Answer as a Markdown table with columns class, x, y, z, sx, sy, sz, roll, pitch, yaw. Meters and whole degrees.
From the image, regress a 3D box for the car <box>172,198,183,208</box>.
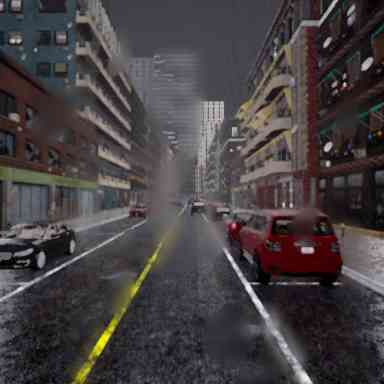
| class | x | y | z | sx | sy | sz | roll | pitch | yaw |
| --- | --- | --- | --- | --- | --- | --- | --- | --- | --- |
| car | -2.767 | 2.291 | 64.589 | 1.994 | 1.385 | 4.181 | 0 | -1 | 1 |

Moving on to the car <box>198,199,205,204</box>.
| class | x | y | z | sx | sy | sz | roll | pitch | yaw |
| --- | --- | --- | --- | --- | --- | --- | --- | --- | --- |
| car | 2.583 | 2.578 | 91.146 | 1.752 | 1.417 | 4.829 | 0 | -1 | 0 |

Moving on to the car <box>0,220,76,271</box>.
| class | x | y | z | sx | sy | sz | roll | pitch | yaw |
| --- | --- | --- | --- | --- | --- | --- | --- | --- | --- |
| car | -5.322 | 1.674 | 11.317 | 2.008 | 1.369 | 4.403 | 1 | -1 | 0 |

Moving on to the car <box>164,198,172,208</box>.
| class | x | y | z | sx | sy | sz | roll | pitch | yaw |
| --- | --- | --- | --- | --- | --- | --- | --- | --- | --- |
| car | -5.301 | 2.255 | 62.521 | 2.008 | 1.369 | 4.403 | 1 | -1 | 0 |

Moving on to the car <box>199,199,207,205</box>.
| class | x | y | z | sx | sy | sz | roll | pitch | yaw |
| --- | --- | --- | --- | --- | --- | --- | --- | --- | --- |
| car | 2.582 | 2.436 | 79.769 | 1.752 | 1.417 | 4.829 | 0 | -1 | 0 |

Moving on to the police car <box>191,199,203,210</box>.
| class | x | y | z | sx | sy | sz | roll | pitch | yaw |
| --- | --- | --- | --- | --- | --- | --- | --- | --- | --- |
| police car | 0.832 | 2.043 | 55.186 | 1.930 | 1.638 | 5.238 | 0 | -1 | 0 |

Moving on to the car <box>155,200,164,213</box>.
| class | x | y | z | sx | sy | sz | roll | pitch | yaw |
| --- | --- | --- | --- | --- | --- | --- | --- | --- | --- |
| car | -5.302 | 2.048 | 45.452 | 1.887 | 1.381 | 4.507 | 1 | -1 | 0 |

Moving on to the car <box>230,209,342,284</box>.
| class | x | y | z | sx | sy | sz | roll | pitch | yaw |
| --- | --- | --- | --- | --- | --- | --- | --- | --- | --- |
| car | 2.608 | 1.423 | 9.896 | 2.192 | 1.841 | 5.009 | 1 | -1 | 0 |

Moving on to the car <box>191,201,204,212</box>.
| class | x | y | z | sx | sy | sz | roll | pitch | yaw |
| --- | --- | --- | --- | --- | --- | --- | --- | --- | --- |
| car | 0.831 | 2.051 | 49.076 | 1.837 | 1.490 | 4.892 | 0 | -1 | 0 |

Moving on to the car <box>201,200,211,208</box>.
| class | x | y | z | sx | sy | sz | roll | pitch | yaw |
| --- | --- | --- | --- | --- | --- | --- | --- | --- | --- |
| car | 2.580 | 2.286 | 62.531 | 1.802 | 1.307 | 4.206 | 1 | -1 | 0 |

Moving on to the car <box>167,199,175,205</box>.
| class | x | y | z | sx | sy | sz | roll | pitch | yaw |
| --- | --- | --- | --- | --- | --- | --- | --- | --- | --- |
| car | -5.298 | 2.524 | 85.279 | 1.887 | 1.381 | 4.507 | 1 | -1 | 0 |

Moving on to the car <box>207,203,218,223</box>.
| class | x | y | z | sx | sy | sz | roll | pitch | yaw |
| --- | --- | --- | --- | --- | --- | --- | --- | --- | --- |
| car | 2.576 | 1.876 | 28.395 | 1.947 | 1.339 | 4.313 | 1 | -1 | 0 |

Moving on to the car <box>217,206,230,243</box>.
| class | x | y | z | sx | sy | sz | roll | pitch | yaw |
| --- | --- | --- | --- | --- | --- | --- | --- | --- | --- |
| car | 2.576 | 1.625 | 17.018 | 1.967 | 1.590 | 4.097 | 1 | -1 | 0 |

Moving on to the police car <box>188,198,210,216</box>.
| class | x | y | z | sx | sy | sz | roll | pitch | yaw |
| --- | --- | --- | --- | --- | --- | --- | --- | --- | --- |
| police car | 0.830 | 1.857 | 39.186 | 1.930 | 1.638 | 5.238 | 0 | -1 | 0 |

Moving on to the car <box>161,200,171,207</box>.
| class | x | y | z | sx | sy | sz | roll | pitch | yaw |
| --- | --- | --- | --- | --- | --- | --- | --- | --- | --- |
| car | -5.300 | 2.295 | 68.041 | 1.752 | 1.417 | 4.829 | 1 | -1 | 0 |

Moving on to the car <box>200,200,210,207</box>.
| class | x | y | z | sx | sy | sz | roll | pitch | yaw |
| --- | --- | --- | --- | --- | --- | --- | --- | --- | --- |
| car | 2.580 | 2.317 | 68.221 | 1.887 | 1.381 | 4.507 | 1 | -1 | 0 |

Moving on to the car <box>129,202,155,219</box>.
| class | x | y | z | sx | sy | sz | roll | pitch | yaw |
| --- | --- | --- | --- | --- | --- | --- | --- | --- | --- |
| car | -5.304 | 1.918 | 34.074 | 1.887 | 1.381 | 4.507 | 1 | -1 | 0 |

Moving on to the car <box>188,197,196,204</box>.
| class | x | y | z | sx | sy | sz | roll | pitch | yaw |
| --- | --- | --- | --- | --- | --- | --- | --- | --- | --- |
| car | 0.011 | 2.300 | 90.101 | 2.097 | 1.767 | 4.553 | 0 | -1 | 0 |

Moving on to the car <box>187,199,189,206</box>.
| class | x | y | z | sx | sy | sz | roll | pitch | yaw |
| --- | --- | --- | --- | --- | --- | --- | --- | --- | --- |
| car | 0.009 | 2.115 | 75.102 | 2.097 | 1.767 | 4.553 | 0 | -1 | 0 |

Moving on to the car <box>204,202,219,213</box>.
| class | x | y | z | sx | sy | sz | roll | pitch | yaw |
| --- | --- | --- | --- | --- | --- | --- | --- | --- | --- |
| car | 2.578 | 2.086 | 45.462 | 1.802 | 1.307 | 4.206 | 1 | -1 | 0 |

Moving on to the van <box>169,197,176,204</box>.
| class | x | y | z | sx | sy | sz | roll | pitch | yaw |
| --- | --- | --- | --- | --- | --- | --- | --- | --- | --- |
| van | -5.295 | 2.392 | 90.970 | 1.690 | 1.788 | 3.998 | 1 | -1 | 0 |
